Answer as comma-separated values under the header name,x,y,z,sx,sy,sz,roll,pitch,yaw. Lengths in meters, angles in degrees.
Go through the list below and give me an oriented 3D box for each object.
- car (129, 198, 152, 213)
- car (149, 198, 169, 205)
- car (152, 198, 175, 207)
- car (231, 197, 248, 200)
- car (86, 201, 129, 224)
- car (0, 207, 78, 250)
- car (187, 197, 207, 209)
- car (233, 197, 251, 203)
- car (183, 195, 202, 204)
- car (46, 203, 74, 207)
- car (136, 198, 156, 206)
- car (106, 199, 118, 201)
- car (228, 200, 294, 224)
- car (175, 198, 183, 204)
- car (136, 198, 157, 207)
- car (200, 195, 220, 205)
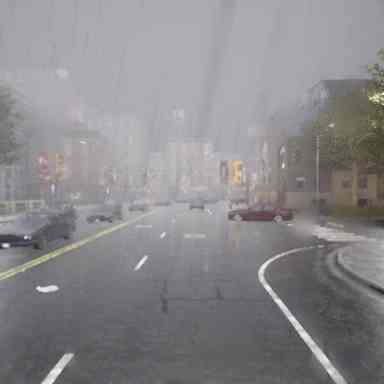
name,x,y,z,sx,sy,sz,roll,pitch,yaw
car,-6.635,1.767,41.587,1.812,1.442,4.674,0,0,1
car,-7.034,2.013,72.149,1.895,1.301,4.718,0,0,30
car,-4.963,1.845,58.291,1.837,1.490,4.892,0,-1,15
car,10.306,1.785,73.853,2.097,1.767,4.553,0,0,40
car,-6.850,1.703,26.825,2.033,1.411,5.357,0,0,1
car,-6.962,1.635,15.138,2.033,1.411,5.357,0,0,0
car,0.832,1.851,49.428,1.994,1.385,4.181,0,0,4
car,12.215,2.022,80.715,4.181,1.385,1.994,0,0,-38
car,1.040,1.647,72.890,2.150,2.045,5.566,0,0,31
car,-10.357,1.637,25.652,2.128,1.511,4.902,0,0,1
car,-9.250,1.907,66.865,2.002,1.452,4.674,0,0,20
car,-10.122,1.720,41.876,1.882,1.535,5.008,0,0,2
car,5.322,1.629,25.816,5.008,1.535,1.882,0,1,19
car,-2.018,1.970,74.598,2.033,1.411,5.357,0,0,31
car,-8.147,1.825,59.969,1.882,1.535,5.008,0,-1,15
car,4.200,1.915,71.297,1.837,1.490,4.892,0,0,34
